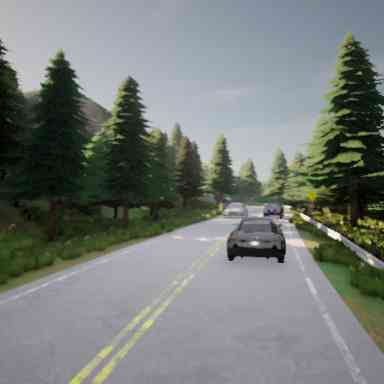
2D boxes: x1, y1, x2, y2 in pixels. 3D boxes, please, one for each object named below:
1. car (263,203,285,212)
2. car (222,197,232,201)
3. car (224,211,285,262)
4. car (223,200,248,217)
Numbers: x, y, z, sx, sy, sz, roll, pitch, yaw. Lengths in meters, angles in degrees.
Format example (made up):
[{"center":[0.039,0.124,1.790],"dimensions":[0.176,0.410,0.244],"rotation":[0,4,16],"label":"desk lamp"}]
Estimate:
[{"center":[8.172,1.798,33.241],"dimensions":[2.033,1.411,5.357],"rotation":[-1,-1,17],"label":"car"},{"center":[7.863,1.855,73.905],"dimensions":[1.812,1.442,4.674],"rotation":[2,-1,-15],"label":"car"},{"center":[2.484,1.646,12.674],"dimensions":[1.994,1.385,4.181],"rotation":[0,-1,13],"label":"car"},{"center":[4.317,1.792,32.346],"dimensions":[1.812,1.442,4.674],"rotation":[-1,-1,17],"label":"car"}]
